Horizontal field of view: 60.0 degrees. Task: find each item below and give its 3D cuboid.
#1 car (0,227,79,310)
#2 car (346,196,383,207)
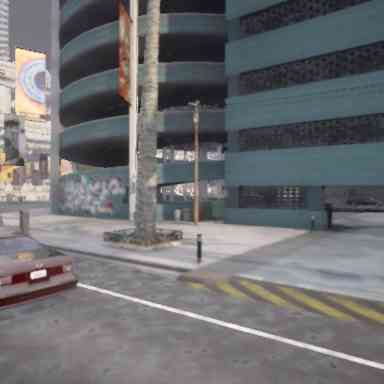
[{"bbox_3d":[-4.782,1.505,7.422,5.357,1.411,2.033,0,0,36],"label":"car"},{"bbox_3d":[23.542,1.282,45.205,4.674,1.452,2.002,0,0,36],"label":"car"}]
